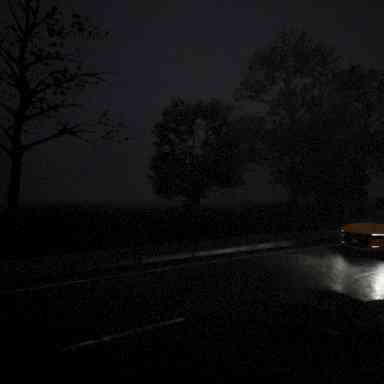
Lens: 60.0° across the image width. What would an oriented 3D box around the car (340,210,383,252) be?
[{"bbox_3d":[7.869,1.440,12.883,5.008,1.535,1.882,0,0,-30],"label":"car"}]
